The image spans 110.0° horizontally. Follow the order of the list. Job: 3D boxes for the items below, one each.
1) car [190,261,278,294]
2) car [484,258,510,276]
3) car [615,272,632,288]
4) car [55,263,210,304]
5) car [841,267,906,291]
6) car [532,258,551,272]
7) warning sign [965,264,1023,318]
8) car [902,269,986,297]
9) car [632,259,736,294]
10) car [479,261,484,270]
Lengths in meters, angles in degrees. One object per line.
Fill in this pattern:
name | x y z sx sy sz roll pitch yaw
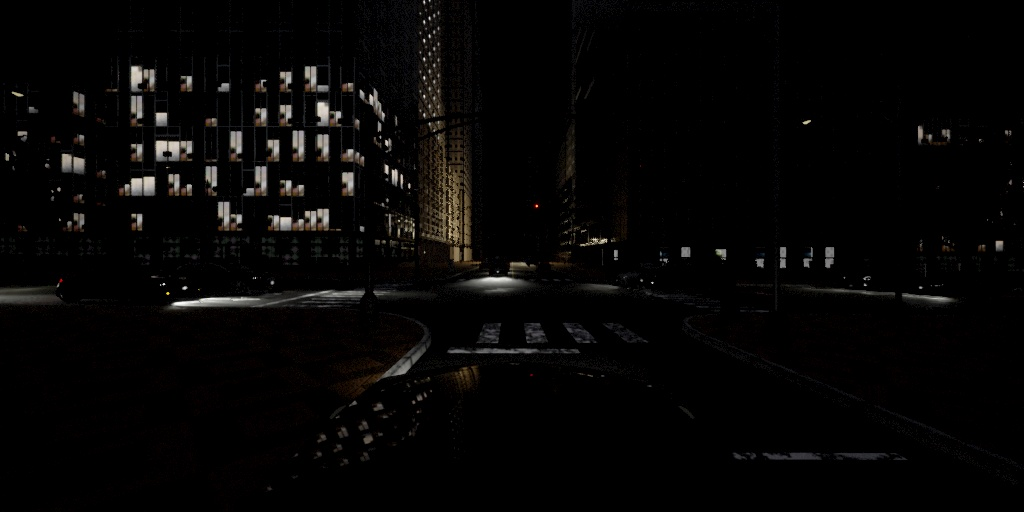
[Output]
car | -14.236 1.004 17.513 4.902 1.511 2.128 1 0 -3
car | -1.372 1.259 37.140 2.128 1.511 4.902 0 0 0
car | 9.694 1.473 25.237 4.674 1.442 1.812 1 0 -2
car | -15.036 1.063 14.217 4.181 1.385 1.994 1 0 -2
car | 26.714 1.605 25.966 4.553 1.767 2.097 1 0 -2
car | 4.082 1.329 46.701 1.948 1.339 4.313 0 0 0
warning sign | 17.313 1.204 12.853 1.060 1.860 1.300 0 0 -2
car | 28.277 1.786 22.780 4.892 1.490 1.837 1 0 -2
car | 10.691 1.188 22.028 5.566 2.045 2.150 1 0 -2
car | -3.852 1.343 52.222 1.802 1.307 4.207 0 0 0
